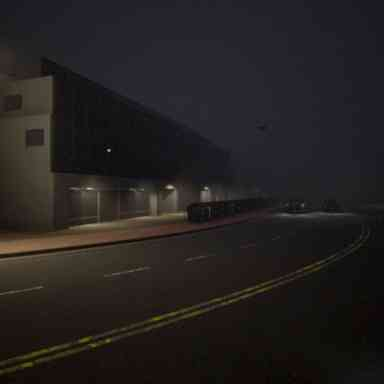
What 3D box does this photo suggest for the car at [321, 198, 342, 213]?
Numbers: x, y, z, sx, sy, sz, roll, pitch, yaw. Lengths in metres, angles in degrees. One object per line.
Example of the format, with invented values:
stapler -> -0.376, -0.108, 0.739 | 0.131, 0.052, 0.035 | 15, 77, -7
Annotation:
car -> 15.593, 1.501, 37.203 | 1.837, 1.490, 4.892 | 0, 0, 22

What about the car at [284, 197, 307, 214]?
car -> 11.107, 1.348, 35.451 | 2.097, 1.767, 4.553 | 0, 0, 22
